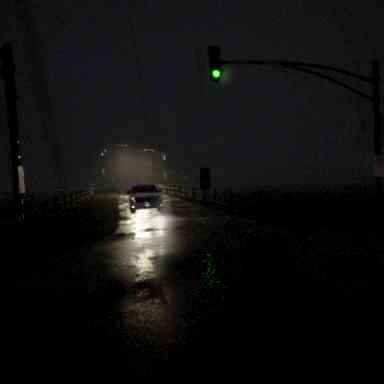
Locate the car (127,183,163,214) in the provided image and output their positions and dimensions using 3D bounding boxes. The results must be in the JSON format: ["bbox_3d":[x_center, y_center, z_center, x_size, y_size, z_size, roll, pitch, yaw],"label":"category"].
[{"bbox_3d":[-3.506,0.393,24.250,2.150,2.045,5.566,-3,3,-12],"label":"car"}]
